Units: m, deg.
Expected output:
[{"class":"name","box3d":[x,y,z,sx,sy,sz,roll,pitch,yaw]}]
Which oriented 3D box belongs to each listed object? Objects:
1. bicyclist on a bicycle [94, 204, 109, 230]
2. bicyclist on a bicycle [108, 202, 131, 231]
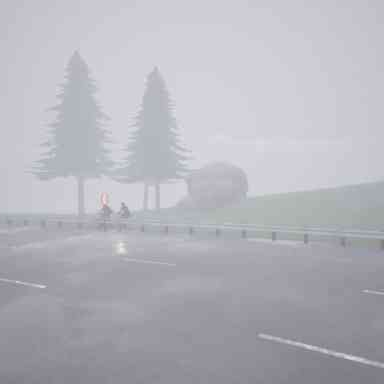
[{"class":"bicyclist on a bicycle","box3d":[-5.127,1.422,19.696,0.582,1.620,1.656,0,-3,36]},{"class":"bicyclist on a bicycle","box3d":[-3.948,1.436,19.306,0.582,1.620,1.656,0,-5,23]}]
